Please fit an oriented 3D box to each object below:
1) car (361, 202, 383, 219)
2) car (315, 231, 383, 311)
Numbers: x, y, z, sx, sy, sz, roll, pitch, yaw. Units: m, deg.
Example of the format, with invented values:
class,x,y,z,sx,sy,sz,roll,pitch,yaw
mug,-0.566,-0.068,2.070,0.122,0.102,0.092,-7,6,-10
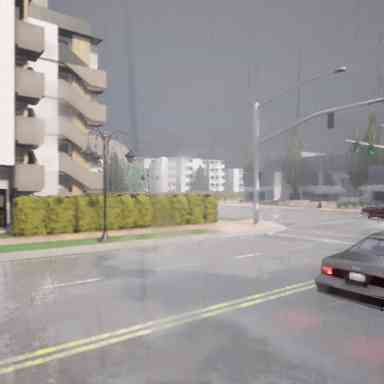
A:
class,x,y,z,sx,sy,sz,roll,pitch,yaw
car,15.483,1.464,25.924,1.882,1.535,5.008,1,0,-13
car,4.955,1.543,7.306,5.357,1.411,2.033,0,0,-35
